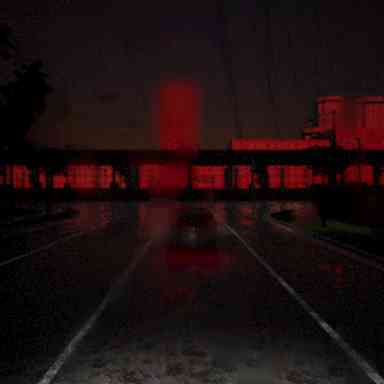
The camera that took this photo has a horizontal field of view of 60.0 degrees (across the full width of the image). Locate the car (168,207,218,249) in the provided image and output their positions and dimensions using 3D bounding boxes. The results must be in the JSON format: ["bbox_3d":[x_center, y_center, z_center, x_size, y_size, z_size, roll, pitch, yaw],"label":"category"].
[{"bbox_3d":[0.051,1.366,14.112,1.882,1.535,5.008,0,1,1],"label":"car"}]
